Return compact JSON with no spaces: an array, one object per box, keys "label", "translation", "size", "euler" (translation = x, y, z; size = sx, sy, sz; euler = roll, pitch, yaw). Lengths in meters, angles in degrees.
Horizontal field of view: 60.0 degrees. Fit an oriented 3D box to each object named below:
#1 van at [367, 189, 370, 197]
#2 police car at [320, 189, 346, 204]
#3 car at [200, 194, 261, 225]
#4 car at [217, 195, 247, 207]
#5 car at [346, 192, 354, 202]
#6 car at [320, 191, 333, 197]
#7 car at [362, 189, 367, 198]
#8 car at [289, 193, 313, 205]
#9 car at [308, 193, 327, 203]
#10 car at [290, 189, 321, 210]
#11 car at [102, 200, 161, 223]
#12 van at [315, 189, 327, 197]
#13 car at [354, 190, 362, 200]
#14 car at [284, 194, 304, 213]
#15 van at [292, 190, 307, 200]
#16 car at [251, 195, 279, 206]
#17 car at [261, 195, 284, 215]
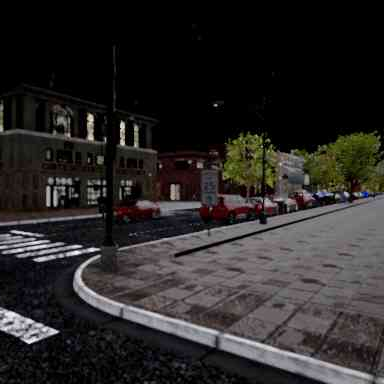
[{"label":"van","translation":[40.104,0.289,77.144],"size":[1.690,1.788,3.998],"euler":[2,2,34]},{"label":"police car","translation":[19.606,0.835,46.534],"size":[1.930,1.638,5.238],"euler":[1,1,34]},{"label":"car","translation":[2.451,1.082,22.313],"size":[2.192,1.841,5.009],"euler":[1,2,34]},{"label":"car","translation":[4.946,1.048,40.759],"size":[1.947,1.339,4.313],"euler":[2,2,34]},{"label":"car","translation":[23.473,0.678,52.201],"size":[2.097,1.767,4.553],"euler":[1,1,34]},{"label":"car","translation":[33.185,0.415,81.881],"size":[2.008,1.369,4.403],"euler":[2,2,34]},{"label":"car","translation":[33.922,0.610,68.149],"size":[1.752,1.417,4.829],"euler":[2,2,34]},{"label":"car","translation":[14.757,0.956,44.910],"size":[1.812,1.442,4.674],"euler":[1,1,35]},{"label":"car","translation":[19.762,0.845,52.298],"size":[1.812,1.442,4.674],"euler":[1,1,34]},{"label":"car","translation":[11.865,0.881,36.021],"size":[2.192,1.841,5.009],"euler":[2,2,34]},{"label":"car","translation":[-4.062,1.271,23.082],"size":[1.812,1.442,4.674],"euler":[1,1,34]},{"label":"van","translation":[30.050,0.275,77.306],"size":[1.690,1.788,3.998],"euler":[2,2,34]},{"label":"car","translation":[30.687,0.738,63.441],"size":[1.802,1.307,4.206],"euler":[2,2,34]},{"label":"car","translation":[8.724,1.184,31.457],"size":[2.008,1.369,4.403],"euler":[2,2,34]},{"label":"van","translation":[20.637,0.483,63.599],"size":[1.690,1.788,3.998],"euler":[2,2,34]},{"label":"car","translation":[9.376,1.060,42.604],"size":[1.895,1.301,4.718],"euler":[1,1,35]},{"label":"car","translation":[5.587,1.140,26.885],"size":[1.967,1.590,4.097],"euler":[2,2,34]}]
